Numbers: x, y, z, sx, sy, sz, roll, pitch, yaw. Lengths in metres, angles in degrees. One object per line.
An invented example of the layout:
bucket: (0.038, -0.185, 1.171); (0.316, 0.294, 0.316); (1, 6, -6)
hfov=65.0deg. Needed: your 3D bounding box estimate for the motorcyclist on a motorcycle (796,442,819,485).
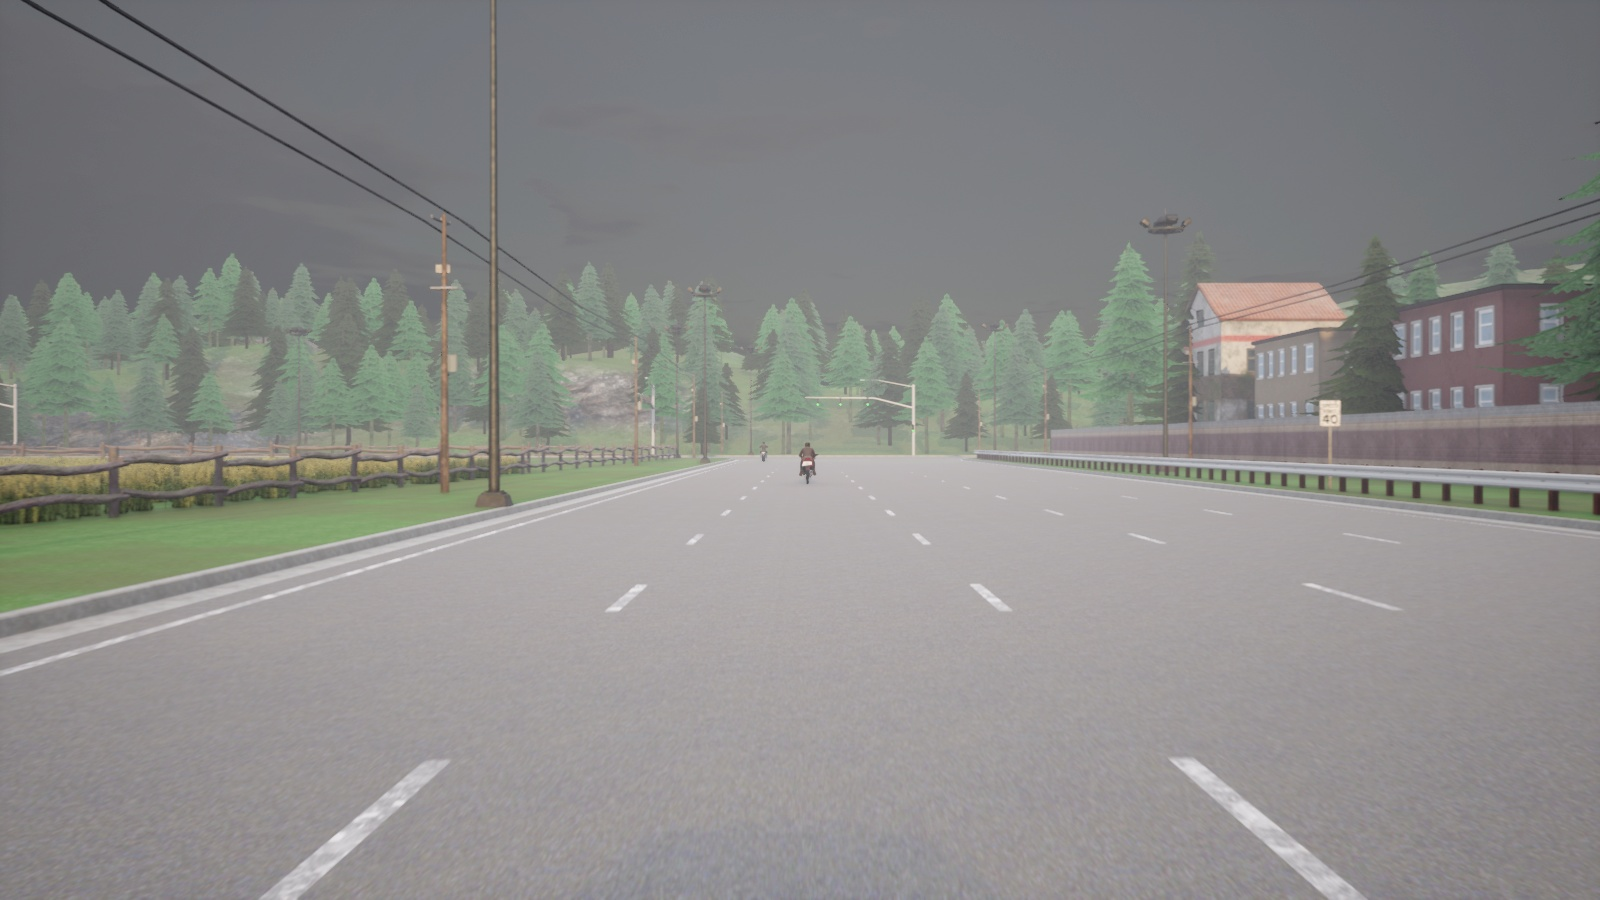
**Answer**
motorcyclist on a motorcycle: (0.275, 0.472, 45.526); (0.797, 1.523, 2.044); (0, 0, 0)
